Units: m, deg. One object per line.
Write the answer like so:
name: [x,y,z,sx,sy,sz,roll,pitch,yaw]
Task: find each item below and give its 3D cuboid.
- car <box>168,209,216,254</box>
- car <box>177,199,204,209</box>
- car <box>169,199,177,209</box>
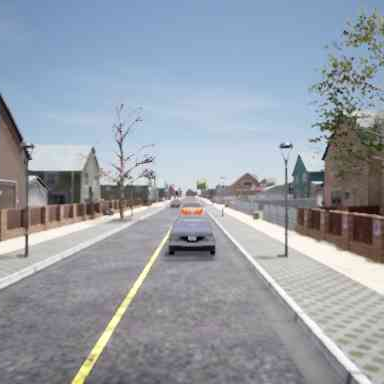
car: [0.005,1.681,14.012,2.033,1.411,5.357,0,-1,0]
car: [0.009,1.622,29.099,2.097,1.767,4.553,0,-1,0]
car: [-2.737,2.027,56.461,1.837,1.490,4.892,0,-1,0]
